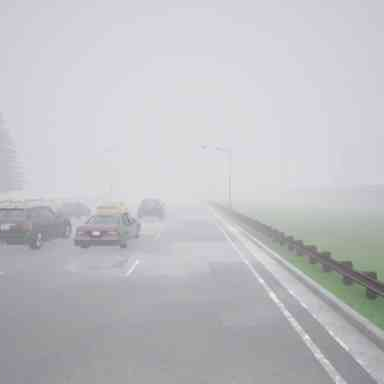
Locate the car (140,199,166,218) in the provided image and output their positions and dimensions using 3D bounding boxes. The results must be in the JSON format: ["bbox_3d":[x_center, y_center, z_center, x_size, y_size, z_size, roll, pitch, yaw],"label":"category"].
[{"bbox_3d":[-3.500,1.366,29.620,2.097,1.767,4.553,0,0,0],"label":"car"}]

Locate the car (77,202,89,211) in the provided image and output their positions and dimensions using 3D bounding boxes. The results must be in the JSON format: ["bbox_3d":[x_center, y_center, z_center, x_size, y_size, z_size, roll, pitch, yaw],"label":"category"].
[{"bbox_3d":[-10.500,1.572,29.650,1.994,1.385,4.181,0,0,0],"label":"car"}]

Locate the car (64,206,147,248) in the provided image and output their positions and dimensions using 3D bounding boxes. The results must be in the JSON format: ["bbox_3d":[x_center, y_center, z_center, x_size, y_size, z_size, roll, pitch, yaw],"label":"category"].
[{"bbox_3d":[-3.500,1.562,14.650,2.033,1.411,5.357,0,0,0],"label":"car"}]

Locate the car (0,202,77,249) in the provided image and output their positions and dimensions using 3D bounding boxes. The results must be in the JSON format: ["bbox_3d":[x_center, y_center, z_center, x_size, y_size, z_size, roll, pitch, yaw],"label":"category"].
[{"bbox_3d":[-7.000,1.365,14.620,2.097,1.767,4.553,0,0,0],"label":"car"}]

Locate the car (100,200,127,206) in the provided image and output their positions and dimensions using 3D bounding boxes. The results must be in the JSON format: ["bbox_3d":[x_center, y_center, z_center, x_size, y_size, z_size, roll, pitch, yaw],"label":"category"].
[{"bbox_3d":[-7.000,1.484,29.650,1.882,1.535,5.008,0,0,0],"label":"car"}]
